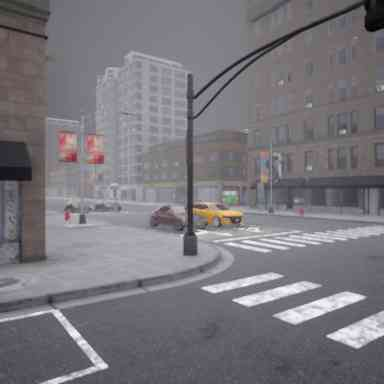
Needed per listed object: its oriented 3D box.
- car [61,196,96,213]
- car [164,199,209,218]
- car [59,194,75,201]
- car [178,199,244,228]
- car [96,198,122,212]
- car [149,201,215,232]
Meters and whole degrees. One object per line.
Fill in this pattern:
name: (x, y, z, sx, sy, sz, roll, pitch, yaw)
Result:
car: (-12.433, 1.469, 36.135, 1.812, 1.442, 4.674, 0, 0, -36)
car: (-0.616, 1.453, 31.175, 1.837, 1.490, 4.892, 0, 0, -36)
car: (-18.656, 1.007, 50.455, 1.882, 1.535, 5.008, 0, 0, -36)
car: (1.353, 1.445, 22.557, 1.882, 1.535, 5.008, 0, 1, -35)
car: (-9.594, 1.464, 37.757, 1.812, 1.442, 4.674, 0, 0, -36)
car: (-0.967, 1.499, 20.253, 1.812, 1.442, 4.674, 0, 0, -36)
